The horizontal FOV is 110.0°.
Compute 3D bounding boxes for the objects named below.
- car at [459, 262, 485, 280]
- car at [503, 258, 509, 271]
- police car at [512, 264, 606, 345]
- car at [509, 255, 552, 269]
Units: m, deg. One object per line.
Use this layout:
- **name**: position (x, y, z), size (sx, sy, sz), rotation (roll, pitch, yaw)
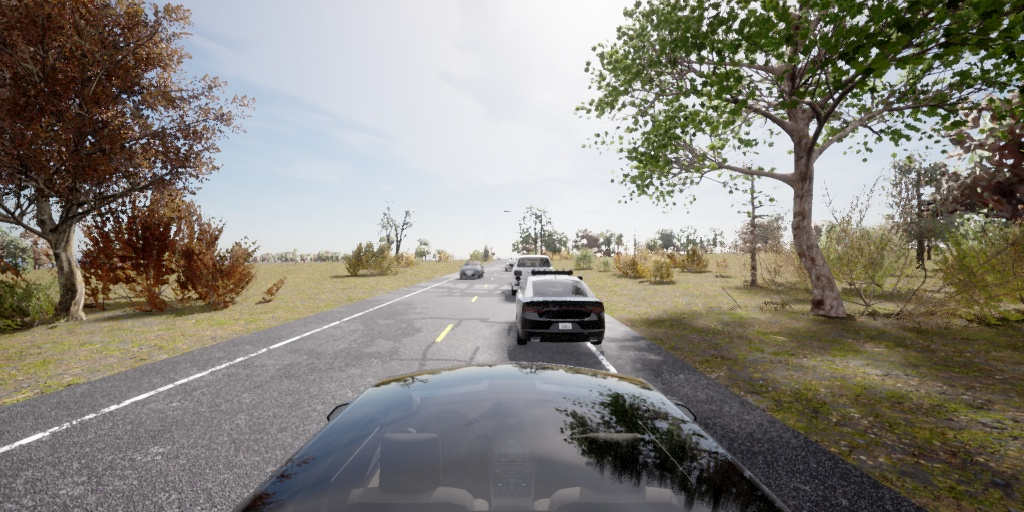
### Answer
- **car**: position (-3.489, 1.248, 31.811), size (2.128, 1.511, 4.902), rotation (0, 0, 0)
- **car**: position (0.055, 1.284, 48.265), size (1.812, 1.442, 4.674), rotation (0, 0, 1)
- **police car**: position (1.053, 1.177, 9.644), size (1.930, 1.638, 5.238), rotation (0, 0, 0)
- **car**: position (1.057, 0.979, 19.566), size (2.150, 2.045, 5.566), rotation (0, 0, 0)
